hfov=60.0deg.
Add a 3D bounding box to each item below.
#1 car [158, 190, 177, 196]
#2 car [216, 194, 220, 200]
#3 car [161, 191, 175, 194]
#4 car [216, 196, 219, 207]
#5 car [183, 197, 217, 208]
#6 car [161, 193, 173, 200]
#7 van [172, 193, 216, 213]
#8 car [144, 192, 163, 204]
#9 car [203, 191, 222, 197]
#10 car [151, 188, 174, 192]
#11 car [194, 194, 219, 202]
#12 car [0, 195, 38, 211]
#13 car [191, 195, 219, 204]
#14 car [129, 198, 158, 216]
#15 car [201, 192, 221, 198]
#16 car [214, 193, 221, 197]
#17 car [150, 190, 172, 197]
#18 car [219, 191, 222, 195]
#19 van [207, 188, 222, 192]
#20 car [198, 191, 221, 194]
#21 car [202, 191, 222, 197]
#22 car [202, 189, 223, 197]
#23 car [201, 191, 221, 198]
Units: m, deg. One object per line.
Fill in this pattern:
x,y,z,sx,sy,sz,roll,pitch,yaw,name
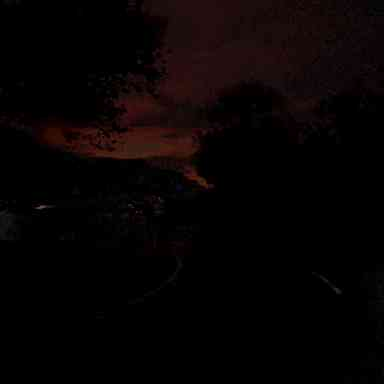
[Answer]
-7.050,0.230,95.325,5.008,1.535,2.097,1,1,6,car
0.726,1.523,45.078,5.366,1.575,1.946,1,1,6,car
-4.963,0.986,69.320,1.895,1.301,4.718,1,1,6,car
0.655,1.624,42.295,4.792,1.488,2.163,1,1,6,car
1.225,1.494,47.816,4.792,1.488,2.163,1,1,6,car
-3.289,1.368,53.134,1.994,1.385,4.181,1,1,6,car
0.227,1.431,39.545,4.442,1.987,1.878,1,1,6,van
-6.595,1.218,54.190,1.882,1.535,5.008,1,1,6,car
5.478,0.517,89.219,5.008,1.535,2.097,1,1,6,car
-8.222,0.231,84.170,5.566,2.045,2.435,1,1,6,car
2.903,1.122,64.381,4.674,1.452,2.002,1,1,6,car
-18.842,1.062,36.418,2.097,1.767,4.553,1,0,6,car
2.334,1.248,58.858,4.674,1.452,2.002,1,1,6,car
-5.233,1.691,35.128,1.837,1.490,4.892,1,1,5,car
4.646,0.735,80.937,4.792,1.488,2.163,1,1,6,car
1.475,1.401,50.578,4.892,1.521,2.231,1,1,6,car
-8.093,0.414,86.981,5.366,1.575,1.946,1,1,6,car
2.617,1.144,61.618,5.008,1.535,2.097,1,1,6,car
3.310,0.794,67.121,4.442,1.987,1.878,1,1,6,van
2.084,1.147,56.091,4.553,1.767,2.185,1,1,6,car
5.193,0.580,86.459,5.008,1.535,2.097,1,1,6,car
5.732,0.203,91.977,5.566,2.045,2.435,1,1,6,car
4.909,0.644,83.698,4.892,1.521,2.231,1,1,6,car
